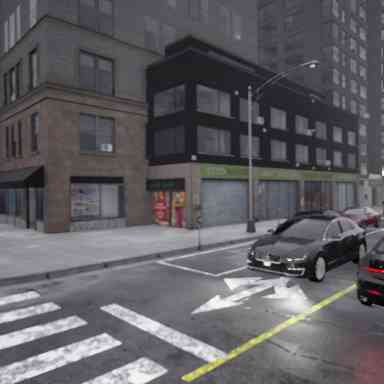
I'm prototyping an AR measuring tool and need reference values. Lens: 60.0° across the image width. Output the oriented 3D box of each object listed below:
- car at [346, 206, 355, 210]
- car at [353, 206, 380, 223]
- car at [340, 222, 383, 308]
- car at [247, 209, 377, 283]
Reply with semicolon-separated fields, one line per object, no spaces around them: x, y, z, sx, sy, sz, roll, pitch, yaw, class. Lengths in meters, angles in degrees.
5.594;1.514;15.418;4.313;1.339;1.947;-1;0;-44;car
9.633;1.496;19.387;4.206;1.307;1.802;0;0;-44;car
5.039;1.476;6.922;4.892;1.490;1.837;0;0;-44;car
3.562;1.479;9.818;4.892;1.490;1.837;-1;0;-44;car
